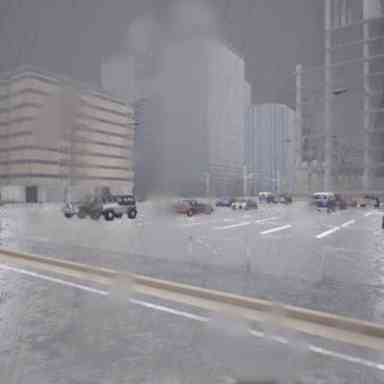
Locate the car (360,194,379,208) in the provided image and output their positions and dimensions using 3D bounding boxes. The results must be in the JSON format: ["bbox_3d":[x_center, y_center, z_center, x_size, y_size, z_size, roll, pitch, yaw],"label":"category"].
[{"bbox_3d":[23.975,1.159,44.813,1.932,1.855,4.605,0,0,34],"label":"car"}]

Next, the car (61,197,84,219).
[{"bbox_3d":[-8.291,1.174,27.306,1.932,1.855,4.605,0,0,34],"label":"car"}]

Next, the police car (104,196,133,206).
[{"bbox_3d":[-12.853,1.547,58.313,2.038,1.542,4.974,0,0,34],"label":"police car"}]

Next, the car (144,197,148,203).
[{"bbox_3d":[-11.015,1.568,67.356,1.837,1.490,4.892,0,0,34],"label":"car"}]

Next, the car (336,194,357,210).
[{"bbox_3d":[21.723,1.372,46.273,1.784,1.438,3.905,0,0,34],"label":"car"}]

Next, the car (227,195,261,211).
[{"bbox_3d":[6.093,1.411,38.605,1.970,1.475,3.806,0,0,34],"label":"car"}]

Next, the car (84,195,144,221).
[{"bbox_3d":[-5.923,1.174,25.642,1.905,1.878,3.866,0,0,34],"label":"car"}]

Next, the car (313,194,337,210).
[{"bbox_3d":[19.324,1.406,47.894,1.970,1.475,3.806,0,0,34],"label":"car"}]
